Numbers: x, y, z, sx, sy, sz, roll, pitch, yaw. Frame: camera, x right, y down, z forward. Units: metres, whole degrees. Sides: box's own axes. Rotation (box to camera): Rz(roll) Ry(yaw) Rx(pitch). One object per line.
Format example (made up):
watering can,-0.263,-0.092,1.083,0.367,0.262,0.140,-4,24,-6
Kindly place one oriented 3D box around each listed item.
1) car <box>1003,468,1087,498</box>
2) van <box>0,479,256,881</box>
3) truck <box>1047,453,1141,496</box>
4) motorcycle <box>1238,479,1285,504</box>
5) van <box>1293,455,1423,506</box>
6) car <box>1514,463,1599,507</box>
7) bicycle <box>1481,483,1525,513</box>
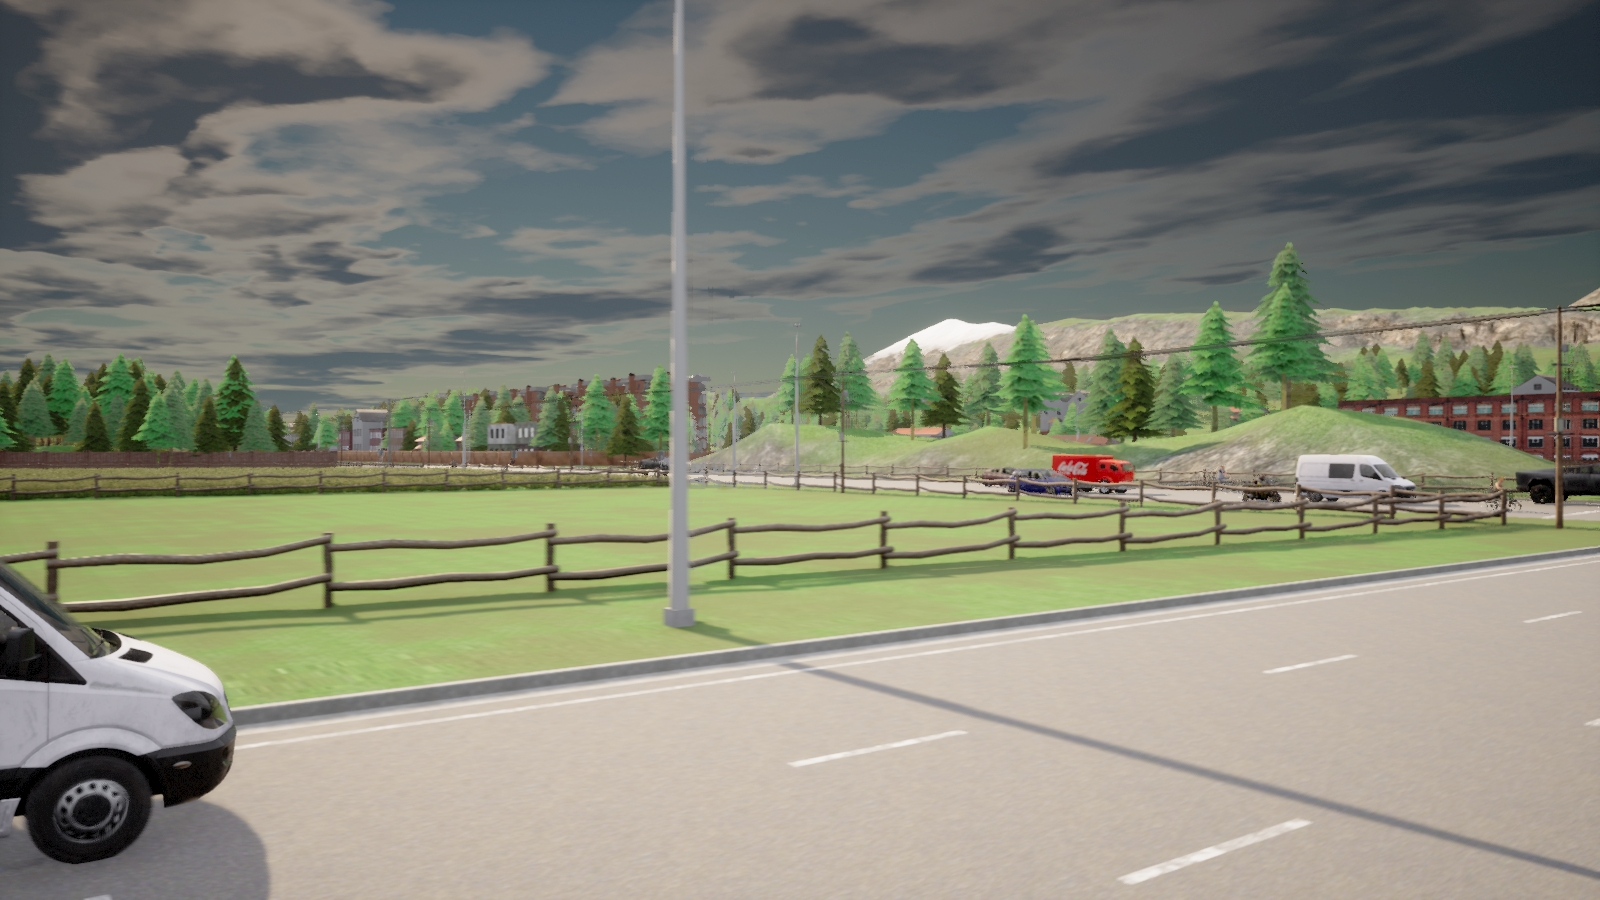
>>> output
car,14.722,1.969,68.787,2.242,1.667,4.611,0,0,-36
van,-6.962,1.535,7.444,5.915,2.561,1.988,0,0,-35
truck,18.992,1.544,73.920,2.627,2.467,5.204,0,2,-42
motorcycle,24.655,2.207,61.076,0.867,1.251,2.209,0,0,-36
van,29.417,1.536,60.470,1.988,2.561,5.915,0,0,-36
car,40.072,1.755,57.786,2.390,2.098,6.274,0,0,-36
bicycle,31.678,2.159,51.478,0.859,1.276,1.487,0,0,-36
